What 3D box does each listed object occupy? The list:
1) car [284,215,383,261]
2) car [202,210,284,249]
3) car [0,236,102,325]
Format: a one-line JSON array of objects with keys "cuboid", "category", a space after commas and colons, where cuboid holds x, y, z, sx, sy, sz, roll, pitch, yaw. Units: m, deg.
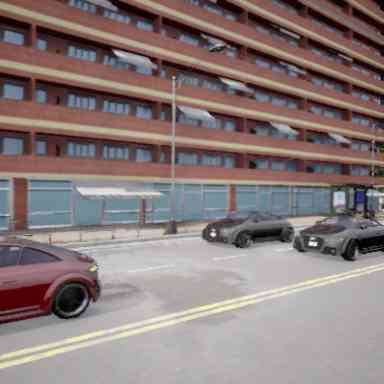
[{"cuboid": [5.659, 1.550, 12.231, 4.181, 1.385, 1.994, 0, 0, -35], "category": "car"}, {"cuboid": [2.483, 1.504, 14.274, 4.181, 1.385, 1.994, 0, 0, -35], "category": "car"}, {"cuboid": [-3.724, 1.486, 5.662, 4.181, 1.385, 1.994, 0, 0, -35], "category": "car"}]
